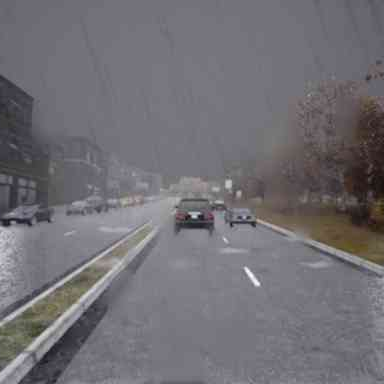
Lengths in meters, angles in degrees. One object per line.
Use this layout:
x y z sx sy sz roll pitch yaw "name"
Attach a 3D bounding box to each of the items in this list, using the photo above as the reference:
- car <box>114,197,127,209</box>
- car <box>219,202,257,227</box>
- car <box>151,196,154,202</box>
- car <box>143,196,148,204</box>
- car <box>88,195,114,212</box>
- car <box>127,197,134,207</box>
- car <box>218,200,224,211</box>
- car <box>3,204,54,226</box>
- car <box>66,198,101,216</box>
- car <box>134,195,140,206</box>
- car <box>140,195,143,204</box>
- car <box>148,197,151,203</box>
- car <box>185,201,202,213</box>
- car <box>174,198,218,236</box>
-11.839 1.774 50.204 2.231 1.521 4.892 0 0 1 "car"
3.387 1.723 24.042 2.033 1.411 5.357 0 0 0 "car"
-11.877 2.029 85.018 2.231 1.521 4.892 0 0 0 "car"
-11.847 1.694 73.810 2.435 2.045 5.566 0 0 0 "car"
-11.758 1.453 40.785 2.435 2.045 5.566 0 0 0 "car"
-11.802 1.820 57.076 1.946 1.575 5.366 0 0 0 "car"
3.419 1.788 43.130 1.882 1.535 5.008 0 0 0 "car"
-11.717 1.613 24.206 2.163 1.488 4.792 0 0 0 "car"
-11.743 1.665 35.293 2.231 1.521 4.892 0 0 0 "car"
-11.818 1.740 62.818 2.185 1.767 4.553 0 0 0 "car"
-11.832 1.901 68.126 1.946 1.575 5.366 0 0 0 "car"
-11.864 1.988 79.492 2.231 1.521 4.892 0 0 0 "car"
0.169 1.866 42.540 1.994 1.385 4.181 0 0 0 "car"
0.130 1.362 19.718 2.150 2.045 5.566 0 0 0 "car"
